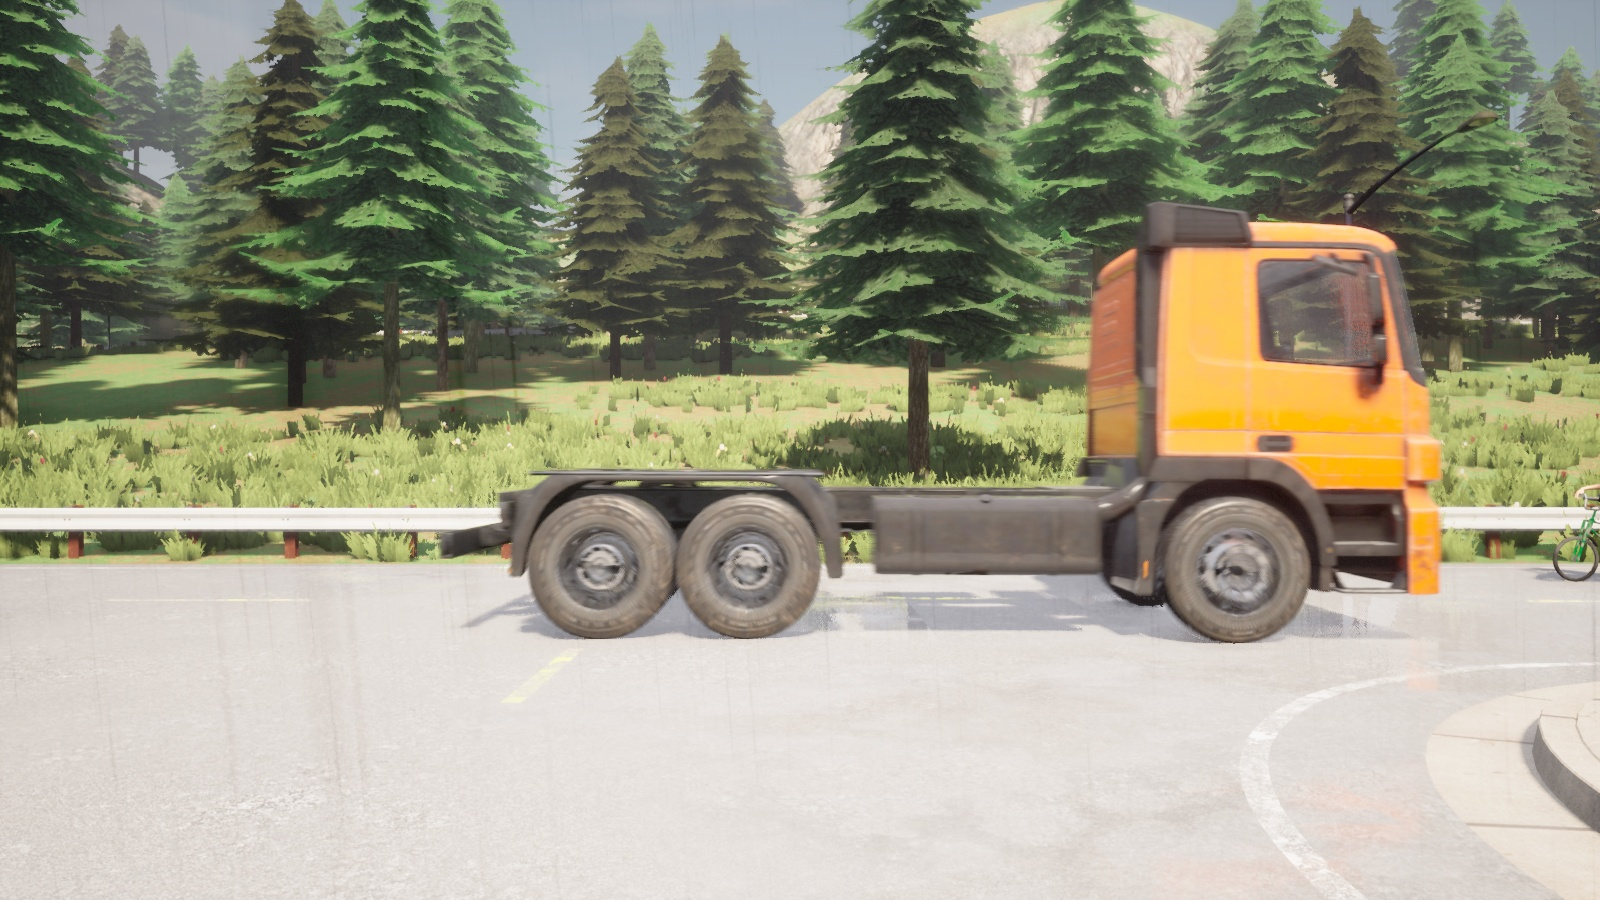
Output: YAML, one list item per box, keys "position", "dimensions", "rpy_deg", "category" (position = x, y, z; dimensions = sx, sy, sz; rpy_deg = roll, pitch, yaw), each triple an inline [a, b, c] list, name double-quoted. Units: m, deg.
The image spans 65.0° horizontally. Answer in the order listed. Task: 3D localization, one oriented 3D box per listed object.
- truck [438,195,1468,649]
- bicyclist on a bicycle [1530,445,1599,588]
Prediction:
- position: [1.189, -0.214, 11.155]
  dimensions: [7.936, 3.462, 2.891]
  rpy_deg: [0, 0, 0]
  category: "truck"
- position: [9.508, 0.748, 14.611]
  dimensions: [1.509, 1.612, 0.866]
  rpy_deg: [0, 0, 0]
  category: "bicyclist on a bicycle"
